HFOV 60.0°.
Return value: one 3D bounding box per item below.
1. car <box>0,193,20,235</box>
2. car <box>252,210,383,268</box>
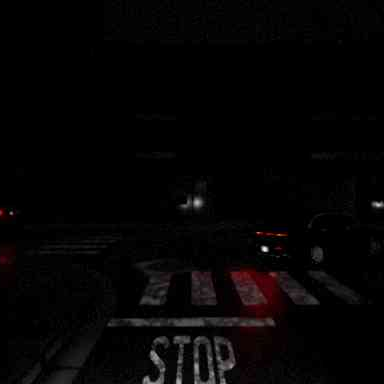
[{"bbox_3d":[-10.738,1.037,14.853,5.566,2.045,2.150,0,0,0],"label":"car"},{"bbox_3d":[4.193,1.335,10.674,4.892,1.490,1.837,-1,-2,-29],"label":"car"}]
